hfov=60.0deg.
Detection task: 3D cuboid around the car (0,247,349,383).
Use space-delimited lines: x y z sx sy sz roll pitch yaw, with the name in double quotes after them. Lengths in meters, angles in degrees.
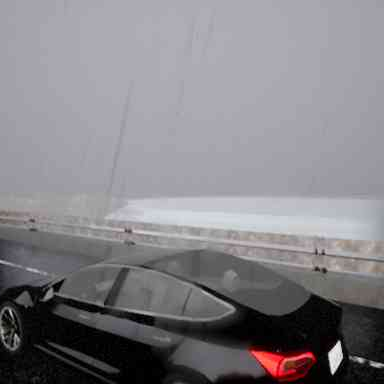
-0.612 1.486 4.337 4.792 1.488 2.163 0 0 36 "car"
